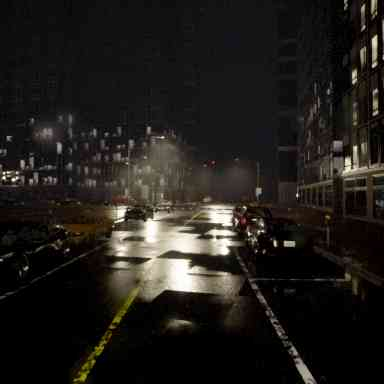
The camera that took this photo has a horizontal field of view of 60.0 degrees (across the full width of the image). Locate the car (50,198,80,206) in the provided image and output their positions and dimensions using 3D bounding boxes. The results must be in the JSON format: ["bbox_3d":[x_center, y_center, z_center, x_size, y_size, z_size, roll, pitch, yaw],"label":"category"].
[{"bbox_3d":[-20.650,1.695,55.342,4.403,1.369,2.008,0,-1,15],"label":"car"}]

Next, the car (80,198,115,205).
[{"bbox_3d":[-15.257,1.674,53.864,4.313,1.339,1.947,0,-1,15],"label":"car"}]

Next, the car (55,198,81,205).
[{"bbox_3d":[-23.971,1.882,64.423,4.403,1.369,2.008,0,-1,15],"label":"car"}]

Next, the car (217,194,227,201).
[{"bbox_3d":[8.124,1.529,89.912,2.192,1.841,5.009,1,0,16],"label":"car"}]

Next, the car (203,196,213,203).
[{"bbox_3d":[3.567,1.674,73.822,1.752,1.417,4.829,1,0,14],"label":"car"}]

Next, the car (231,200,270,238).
[{"bbox_3d":[3.267,1.448,17.598,1.967,1.590,4.097,1,0,4],"label":"car"}]

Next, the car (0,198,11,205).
[{"bbox_3d":[-40.157,1.989,68.861,4.403,1.369,2.008,0,-1,15],"label":"car"}]

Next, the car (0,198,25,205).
[{"bbox_3d":[-31.436,1.766,58.300,4.403,1.369,2.008,0,-1,15],"label":"car"}]

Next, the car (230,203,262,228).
[{"bbox_3d":[3.655,1.556,23.227,1.887,1.381,4.507,1,0,5],"label":"car"}]

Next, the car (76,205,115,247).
[{"bbox_3d":[-4.892,1.540,15.308,1.752,1.417,4.829,1,0,3],"label":"car"}]

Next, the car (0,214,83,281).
[{"bbox_3d":[-5.121,1.574,9.985,1.947,1.339,4.313,1,0,2],"label":"car"}]

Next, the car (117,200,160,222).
[{"bbox_3d":[-4.126,1.578,26.408,2.008,1.369,4.403,1,0,5],"label":"car"}]

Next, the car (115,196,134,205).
[{"bbox_3d":[-13.181,1.574,61.468,5.009,1.841,2.192,0,-1,15],"label":"car"}]

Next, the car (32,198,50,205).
[{"bbox_3d":[-29.530,1.893,65.947,4.829,1.417,1.752,0,-1,15],"label":"car"}]

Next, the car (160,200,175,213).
[{"bbox_3d":[-3.000,1.594,37.165,2.008,1.369,4.403,1,0,7],"label":"car"}]

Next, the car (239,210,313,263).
[{"bbox_3d":[2.976,1.570,11.918,1.947,1.339,4.313,1,0,2],"label":"car"}]

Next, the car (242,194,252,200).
[{"bbox_3d":[12.567,1.439,76.065,2.192,1.841,5.009,1,0,15],"label":"car"}]
